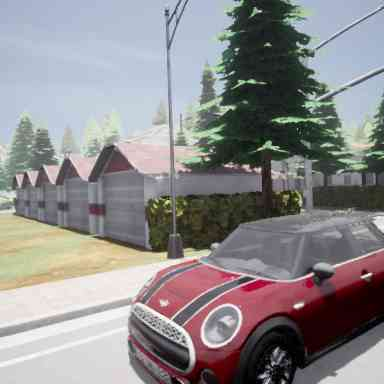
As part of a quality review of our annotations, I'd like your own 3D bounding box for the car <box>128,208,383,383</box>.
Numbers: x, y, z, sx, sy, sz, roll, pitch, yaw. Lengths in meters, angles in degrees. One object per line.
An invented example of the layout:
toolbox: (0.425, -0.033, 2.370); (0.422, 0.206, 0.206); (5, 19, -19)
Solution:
car: (1.343, 1.218, 4.981); (4.553, 1.767, 2.097); (-3, 2, -36)
